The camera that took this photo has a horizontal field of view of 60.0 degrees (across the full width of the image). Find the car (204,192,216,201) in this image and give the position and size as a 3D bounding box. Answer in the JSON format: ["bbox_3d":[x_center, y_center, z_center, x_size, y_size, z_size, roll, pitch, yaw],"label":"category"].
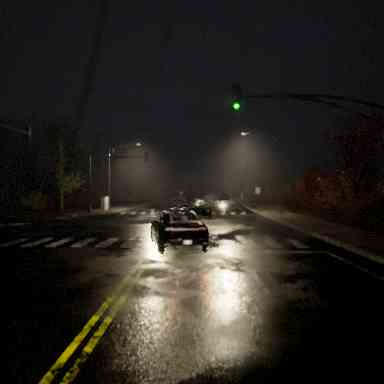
[{"bbox_3d":[3.807,1.035,72.193,2.150,2.045,5.566,0,0,6],"label":"car"}]

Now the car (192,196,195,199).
[{"bbox_3d":[-0.317,1.398,63.513,2.033,1.411,5.357,0,0,6],"label":"car"}]

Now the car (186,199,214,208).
[{"bbox_3d":[0.732,1.556,28.571,1.895,1.301,4.718,0,0,2],"label":"car"}]

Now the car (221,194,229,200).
[{"bbox_3d":[8.200,1.280,82.262,1.812,1.442,4.674,0,0,7],"label":"car"}]

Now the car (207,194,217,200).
[{"bbox_3d":[4.968,1.298,82.605,2.033,1.411,5.357,0,0,7],"label":"car"}]

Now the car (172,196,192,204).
[{"bbox_3d":[-1.644,1.452,47.625,2.033,1.411,5.357,0,0,4],"label":"car"}]

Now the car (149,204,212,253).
[{"bbox_3d":[-0.653,1.476,13.653,2.128,1.511,4.902,0,0,-12],"label":"car"}]

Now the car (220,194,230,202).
[{"bbox_3d":[7.077,1.163,72.227,2.097,1.767,4.553,0,0,6],"label":"car"}]
